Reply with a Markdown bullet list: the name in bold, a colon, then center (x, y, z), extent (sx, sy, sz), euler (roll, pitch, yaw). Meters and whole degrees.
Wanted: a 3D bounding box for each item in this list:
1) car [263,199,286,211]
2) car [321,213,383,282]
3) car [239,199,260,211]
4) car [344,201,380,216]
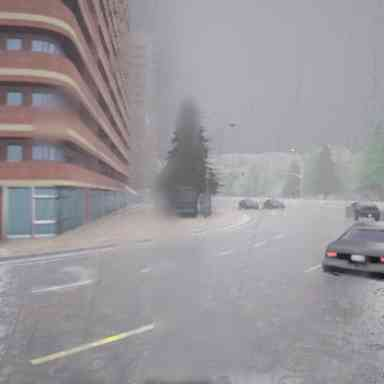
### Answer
- **car**: center (11.018, 1.665, 44.736), extent (1.837, 1.490, 4.892), euler (0, 0, -6)
- **car**: center (5.435, 1.566, 9.571), extent (2.033, 1.411, 5.357), euler (-1, 0, 40)
- **car**: center (7.538, 1.684, 44.356), extent (1.837, 1.490, 4.892), euler (0, 0, -6)
- **car**: center (14.241, 1.563, 27.962), extent (1.837, 1.490, 4.892), euler (0, 0, 13)
